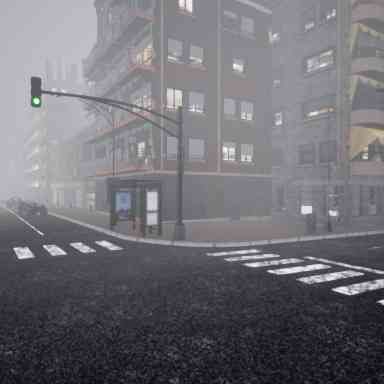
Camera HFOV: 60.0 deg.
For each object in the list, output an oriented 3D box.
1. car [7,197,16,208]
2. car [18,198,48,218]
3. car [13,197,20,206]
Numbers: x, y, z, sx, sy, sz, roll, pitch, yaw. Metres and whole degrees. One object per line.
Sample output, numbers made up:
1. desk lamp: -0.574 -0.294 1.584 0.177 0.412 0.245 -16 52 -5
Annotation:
1. car: -25.847 1.435 48.658 1.967 1.590 4.097 0 0 -32
2. car: -13.933 1.547 29.507 2.008 1.369 4.403 0 0 -32
3. car: -16.911 1.541 34.294 1.887 1.381 4.507 0 0 -32
